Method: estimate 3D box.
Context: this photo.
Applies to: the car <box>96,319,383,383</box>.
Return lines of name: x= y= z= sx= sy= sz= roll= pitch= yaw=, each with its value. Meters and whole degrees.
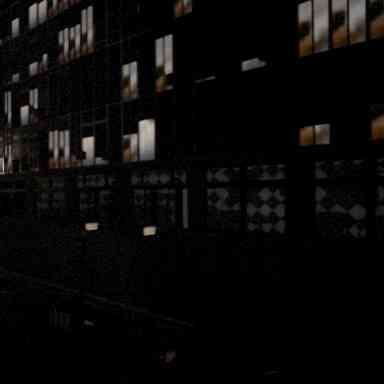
car: x=1.272 y=1.545 z=1.982 sx=4.507 sy=1.381 sz=1.887 roll=0 pitch=-1 yaw=36
